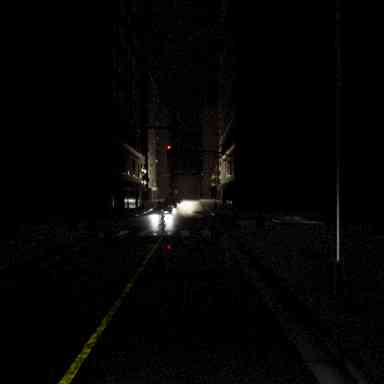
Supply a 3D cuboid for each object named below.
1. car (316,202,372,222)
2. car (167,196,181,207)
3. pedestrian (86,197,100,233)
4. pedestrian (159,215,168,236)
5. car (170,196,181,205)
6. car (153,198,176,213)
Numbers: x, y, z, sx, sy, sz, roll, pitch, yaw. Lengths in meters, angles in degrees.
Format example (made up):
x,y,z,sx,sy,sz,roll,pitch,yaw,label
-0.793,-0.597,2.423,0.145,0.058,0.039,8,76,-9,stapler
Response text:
x,y,z,sx,sy,sz,roll,pitch,yaw,label
12.116,1.518,25.981,4.674,1.442,1.812,0,0,0,car
-3.095,1.510,47.649,2.128,1.511,4.902,0,0,0,car
-4.966,1.140,16.607,0.375,1.860,0.375,0,0,0,pedestrian
-1.422,1.678,17.204,0.500,1.100,0.500,0,0,0,pedestrian
-3.057,1.554,62.464,1.812,1.442,4.674,0,0,0,car
-3.108,1.615,36.905,1.895,1.301,4.718,0,0,1,car
